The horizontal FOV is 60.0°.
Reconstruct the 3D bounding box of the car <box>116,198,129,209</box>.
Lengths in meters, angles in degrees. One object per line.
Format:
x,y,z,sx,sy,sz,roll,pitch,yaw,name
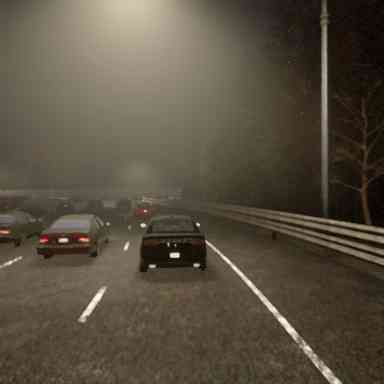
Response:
-9.786,1.543,47.494,1.882,1.535,5.008,0,0,-18,car

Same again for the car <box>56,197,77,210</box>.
-15.991,1.649,41.807,1.994,1.385,4.181,0,0,-24,car

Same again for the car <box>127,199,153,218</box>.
-4.490,1.599,30.287,1.994,1.385,4.181,0,0,-15,car

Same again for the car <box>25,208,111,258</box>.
-4.361,1.572,12.961,2.033,1.411,5.357,0,0,-7,car

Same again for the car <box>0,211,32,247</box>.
-8.205,1.587,15.113,2.033,1.411,5.357,0,0,-9,car

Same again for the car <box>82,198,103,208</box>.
-12.700,1.551,43.029,1.882,1.535,5.008,0,0,-23,car

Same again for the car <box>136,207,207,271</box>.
-0.695,1.487,11.052,1.882,1.535,5.008,0,0,-6,car

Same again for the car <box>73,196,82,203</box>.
-24.197,1.611,69.198,1.882,1.535,5.008,0,0,-40,car
